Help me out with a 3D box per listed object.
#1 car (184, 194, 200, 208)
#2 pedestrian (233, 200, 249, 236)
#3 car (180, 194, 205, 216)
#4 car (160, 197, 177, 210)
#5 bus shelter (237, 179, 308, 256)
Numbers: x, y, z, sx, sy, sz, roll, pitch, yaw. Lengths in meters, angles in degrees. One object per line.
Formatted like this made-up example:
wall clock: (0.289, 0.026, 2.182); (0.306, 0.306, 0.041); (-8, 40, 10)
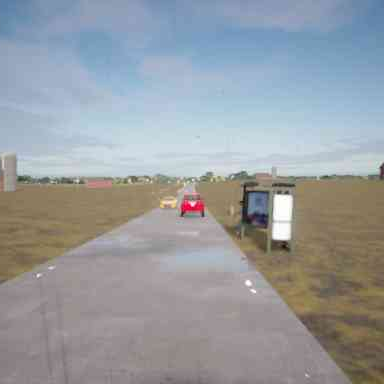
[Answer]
car: (0.069, 1.196, 45.765); (2.097, 1.767, 4.553); (0, 0, 0)
pedestrian: (2.430, 1.269, 16.396); (0.375, 1.860, 0.375); (-3, 3, -10)
car: (0.073, 1.149, 31.142); (2.150, 2.045, 5.566); (0, 1, 0)
car: (-2.827, 1.351, 41.091); (1.882, 1.535, 5.008); (0, 0, 0)
bus shelter: (3.182, 0.854, 14.014); (1.920, 2.740, 3.880); (2, 2, 0)
